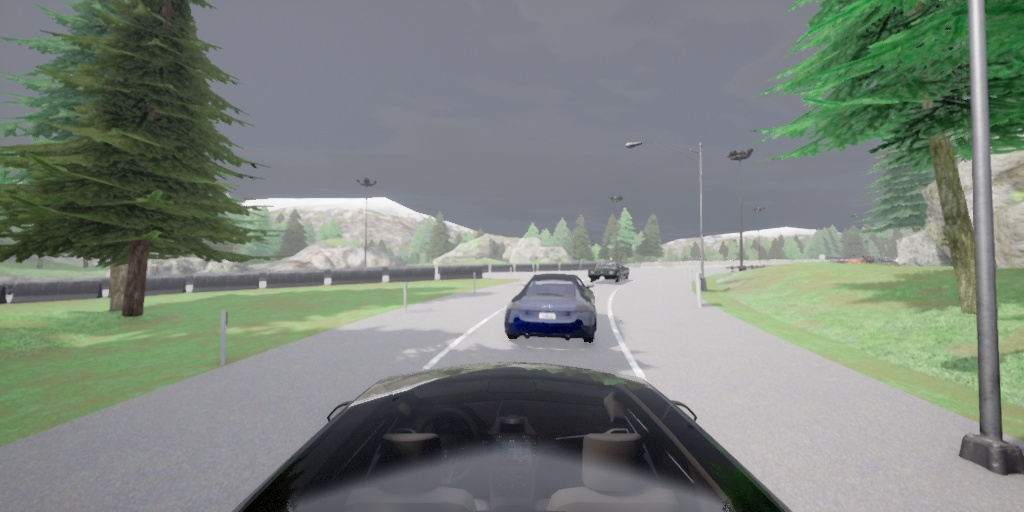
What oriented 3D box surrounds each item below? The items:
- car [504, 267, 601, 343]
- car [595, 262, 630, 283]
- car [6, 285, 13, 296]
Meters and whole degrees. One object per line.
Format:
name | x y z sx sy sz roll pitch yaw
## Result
car | 1.122 1.146 9.200 1.994 1.385 4.181 0 1 12
car | 6.810 1.097 24.826 1.895 1.301 4.718 -1 0 28
car | -40.051 2.446 26.052 4.674 1.442 1.812 -2 -1 -22
